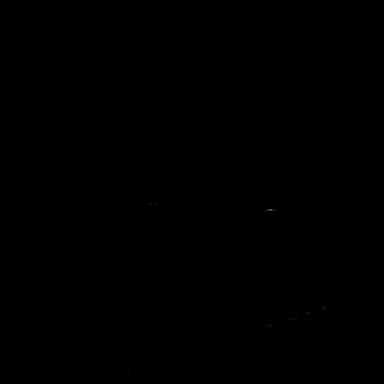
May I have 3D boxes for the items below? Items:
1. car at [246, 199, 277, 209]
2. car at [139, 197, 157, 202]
[{"bbox_3d":[9.553,1.668,46.128,1.812,1.442,4.674,0,1,-35],"label":"car"},{"bbox_3d":[-9.838,1.774,73.416,2.033,1.411,5.357,0,0,-35],"label":"car"}]
